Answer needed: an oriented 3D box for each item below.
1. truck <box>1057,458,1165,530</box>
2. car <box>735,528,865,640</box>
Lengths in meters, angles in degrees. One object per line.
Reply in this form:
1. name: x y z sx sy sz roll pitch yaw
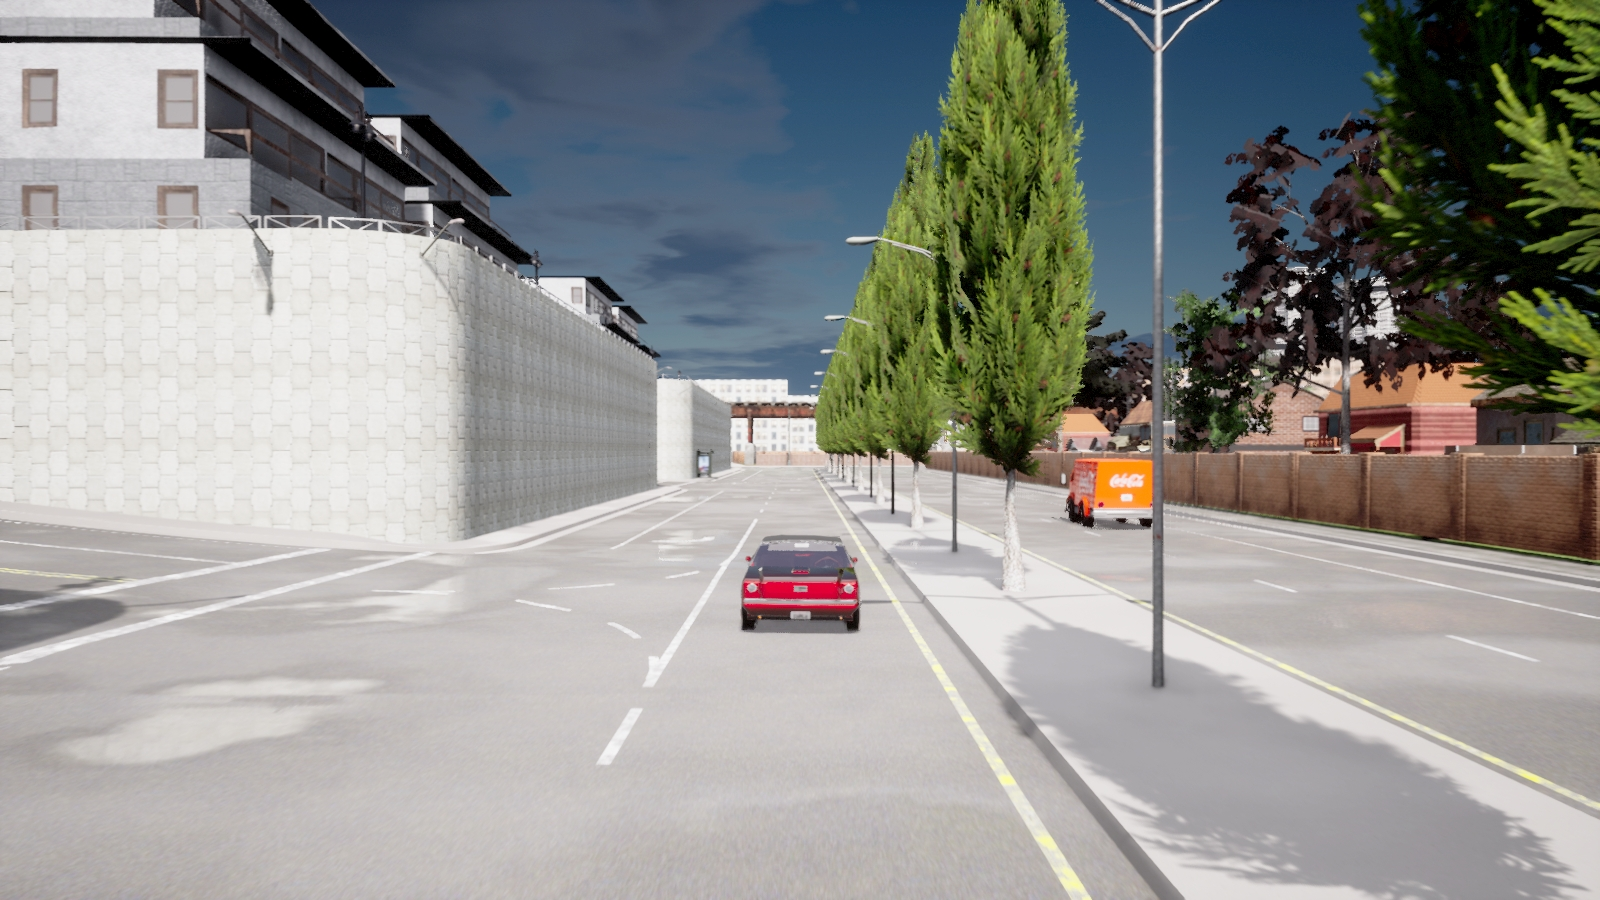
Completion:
1. truck: 11.500 1.567 42.711 2.627 2.467 5.204 0 0 0
2. car: 0.020 2.133 19.177 1.895 1.301 4.718 1 0 1
